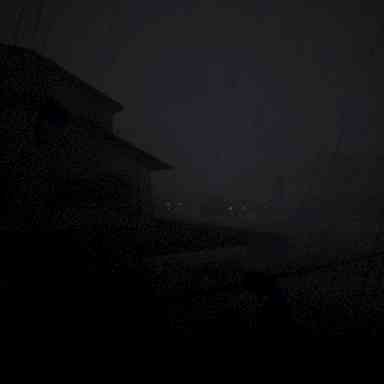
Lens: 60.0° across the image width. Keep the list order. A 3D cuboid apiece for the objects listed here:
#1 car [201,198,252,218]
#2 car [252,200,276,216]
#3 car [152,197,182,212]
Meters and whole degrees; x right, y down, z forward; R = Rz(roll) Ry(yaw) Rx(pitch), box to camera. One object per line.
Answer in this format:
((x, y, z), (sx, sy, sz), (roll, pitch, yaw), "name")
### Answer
((2.796, 1.352, 30.209), (2.097, 1.767, 4.553), (0, 0, -36), "car")
((6.103, 1.526, 32.714), (1.812, 1.442, 4.674), (0, 0, -35), "car")
((-3.047, 1.352, 38.484), (2.097, 1.767, 4.553), (0, 0, -35), "car")
